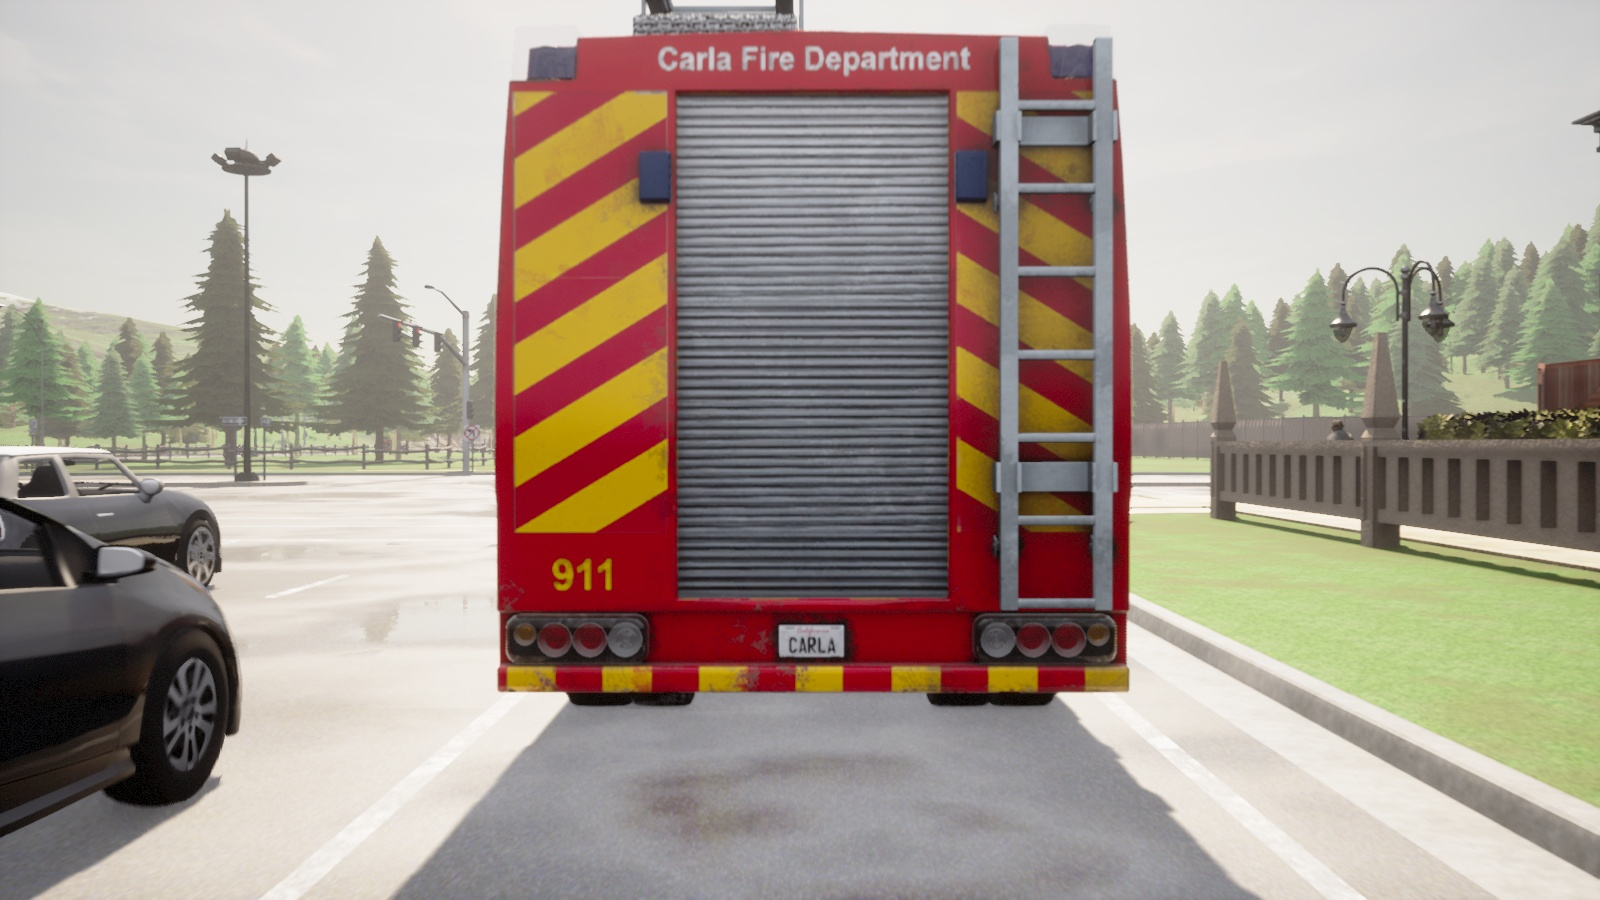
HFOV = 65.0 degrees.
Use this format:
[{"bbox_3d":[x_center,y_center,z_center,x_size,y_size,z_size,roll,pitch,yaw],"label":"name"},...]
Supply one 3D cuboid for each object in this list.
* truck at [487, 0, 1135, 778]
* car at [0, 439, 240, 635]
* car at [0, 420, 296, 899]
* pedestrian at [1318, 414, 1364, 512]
[{"bbox_3d":[0.072,-0.469,9.845,2.891,3.827,8.468,0,0,0],"label":"truck"},{"bbox_3d":[-6.920,0.648,11.371,1.970,1.475,3.806,0,0,0],"label":"car"},{"bbox_3d":[-3.463,0.671,3.837,2.007,1.525,4.514,0,0,0],"label":"car"},{"bbox_3d":[10.387,0.240,24.125,0.540,1.848,0.694,0,0,-7],"label":"pedestrian"}]
